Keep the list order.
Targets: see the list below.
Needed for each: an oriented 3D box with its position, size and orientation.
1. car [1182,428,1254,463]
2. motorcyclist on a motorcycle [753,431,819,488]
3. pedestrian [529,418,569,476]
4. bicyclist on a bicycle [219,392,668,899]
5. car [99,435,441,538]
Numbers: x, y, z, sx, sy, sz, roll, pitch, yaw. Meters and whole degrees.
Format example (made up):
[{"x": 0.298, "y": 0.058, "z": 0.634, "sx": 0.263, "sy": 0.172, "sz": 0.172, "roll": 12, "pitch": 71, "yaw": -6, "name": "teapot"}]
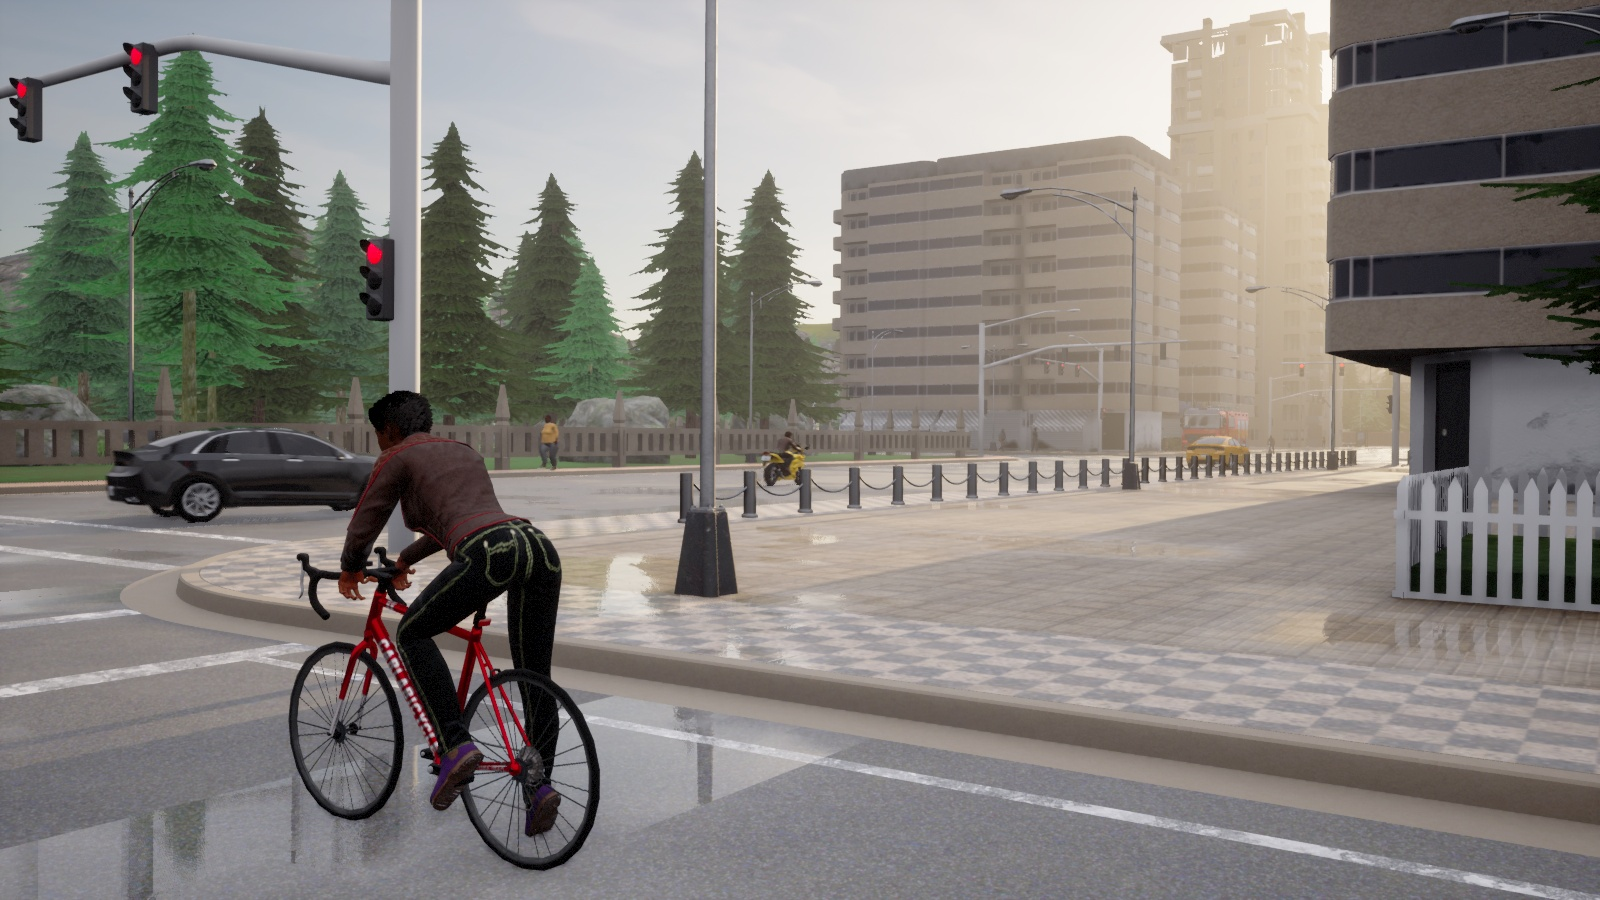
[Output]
[{"x": 19.315, "y": -0.256, "z": 57.875, "sx": 1.882, "sy": 1.535, "sz": 5.008, "roll": 0, "pitch": 1, "yaw": 34, "name": "car"}, {"x": -0.372, "y": 0.244, "z": 34.606, "sx": 0.797, "sy": 1.523, "sz": 2.044, "roll": 0, "pitch": 1, "yaw": 34, "name": "motorcyclist on a motorcycle"}, {"x": -8.227, "y": -0.097, "z": 41.154, "sx": 0.874, "sy": 1.855, "sz": 0.900, "roll": 0, "pitch": 1, "yaw": 33, "name": "pedestrian"}, {"x": -1.313, "y": 0.635, "z": 4.495, "sx": 1.656, "sy": 1.620, "sz": 0.582, "roll": 0, "pitch": 1, "yaw": 34, "name": "bicyclist on a bicycle"}, {"x": -8.705, "y": 0.530, "z": 20.908, "sx": 4.892, "sy": 1.490, "sz": 1.837, "roll": -1, "pitch": 1, "yaw": -41, "name": "car"}]
